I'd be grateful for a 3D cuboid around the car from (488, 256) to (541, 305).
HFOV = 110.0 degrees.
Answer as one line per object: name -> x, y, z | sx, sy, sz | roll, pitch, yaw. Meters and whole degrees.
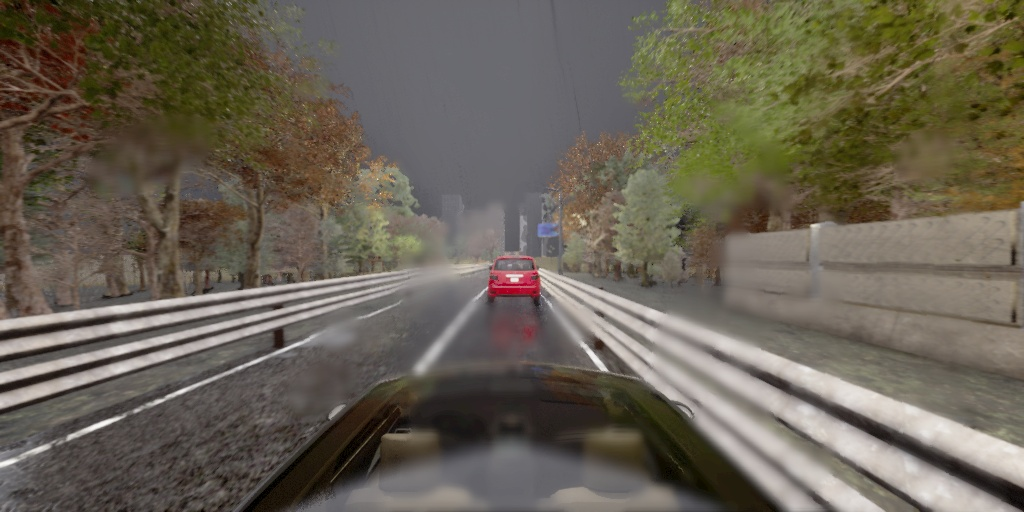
car -> 0.097, 1.028, 16.432 | 2.150, 2.045, 5.566 | 0, 0, 0
